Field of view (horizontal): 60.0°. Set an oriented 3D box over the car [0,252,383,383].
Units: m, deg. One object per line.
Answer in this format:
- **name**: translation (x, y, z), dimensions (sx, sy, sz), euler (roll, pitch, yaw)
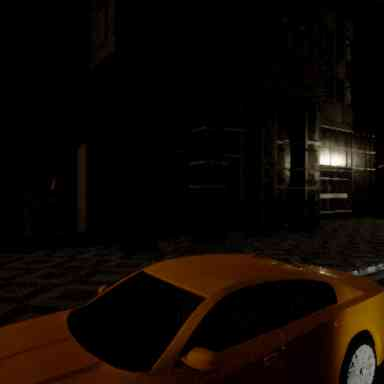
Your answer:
- **car**: translation (0.086, 1.472, 3.441), dimensions (5.008, 1.535, 1.882), euler (0, 0, -35)
